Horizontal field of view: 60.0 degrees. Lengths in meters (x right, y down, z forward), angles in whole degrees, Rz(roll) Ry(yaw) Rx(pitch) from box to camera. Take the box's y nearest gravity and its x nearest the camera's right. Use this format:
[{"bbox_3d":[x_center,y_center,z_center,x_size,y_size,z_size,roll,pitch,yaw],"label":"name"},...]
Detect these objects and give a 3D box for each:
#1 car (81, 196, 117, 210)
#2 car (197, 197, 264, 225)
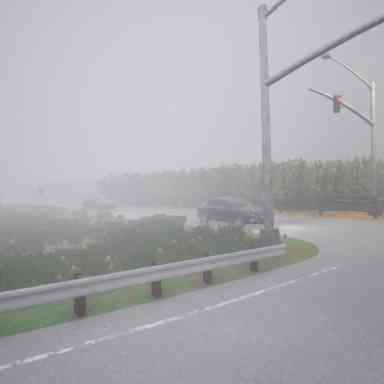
[{"bbox_3d":[-9.010,1.113,32.062,1.882,1.535,5.008,-3,2,-40],"label":"car"},{"bbox_3d":[2.227,1.079,18.731,1.837,1.490,4.892,-3,2,-37],"label":"car"}]
